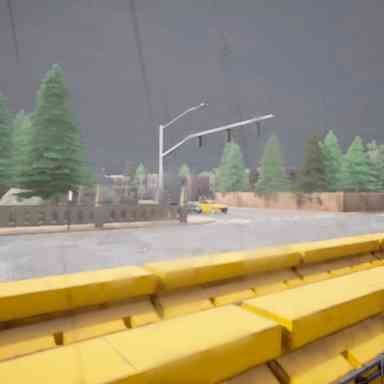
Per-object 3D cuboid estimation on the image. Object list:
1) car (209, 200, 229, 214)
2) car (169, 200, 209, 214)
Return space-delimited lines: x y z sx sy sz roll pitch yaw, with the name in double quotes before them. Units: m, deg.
"car" 2.248 1.713 39.232 1.882 1.535 5.008 1 0 -36
"car" -0.731 1.693 37.382 2.128 1.511 4.902 1 0 -36
